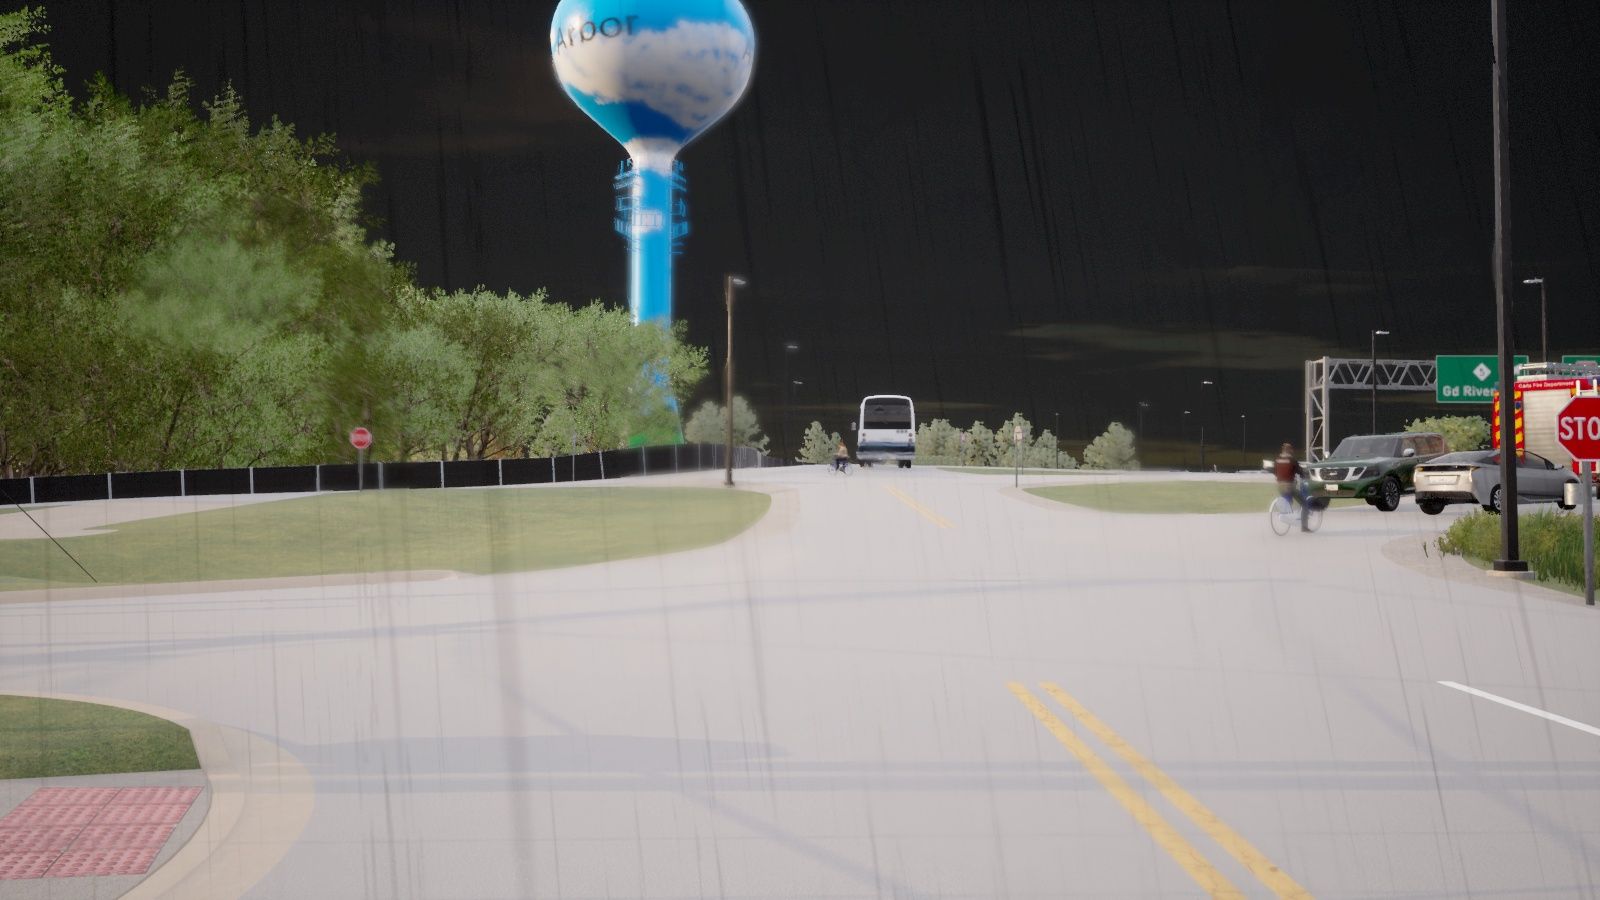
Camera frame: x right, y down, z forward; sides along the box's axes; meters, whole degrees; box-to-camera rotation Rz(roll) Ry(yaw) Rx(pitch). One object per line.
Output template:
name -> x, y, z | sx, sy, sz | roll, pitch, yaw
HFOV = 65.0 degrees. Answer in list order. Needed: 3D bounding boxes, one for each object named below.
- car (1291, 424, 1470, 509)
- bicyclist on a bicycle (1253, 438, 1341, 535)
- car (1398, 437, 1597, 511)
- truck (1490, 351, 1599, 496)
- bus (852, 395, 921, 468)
car -> 15.787, 0.425, 33.992 | 5.566, 2.045, 2.150 | -2, -1, -40
bicyclist on a bicycle -> 9.644, 0.688, 24.331 | 1.843, 1.776, 0.659 | -2, -1, -38
car -> 16.543, 0.550, 29.740 | 4.514, 1.525, 2.007 | -2, -1, -30
truck -> 23.798, -0.750, 36.910 | 8.468, 3.827, 2.891 | -2, -1, -38
bus -> 5.242, -1.090, 77.875 | 3.944, 4.253, 10.273 | 0, 0, 2
